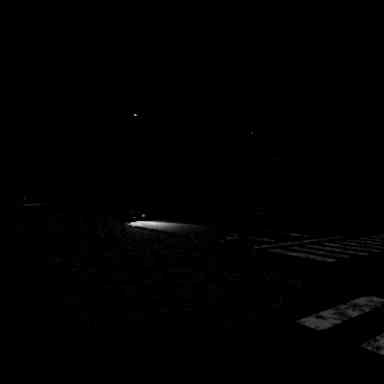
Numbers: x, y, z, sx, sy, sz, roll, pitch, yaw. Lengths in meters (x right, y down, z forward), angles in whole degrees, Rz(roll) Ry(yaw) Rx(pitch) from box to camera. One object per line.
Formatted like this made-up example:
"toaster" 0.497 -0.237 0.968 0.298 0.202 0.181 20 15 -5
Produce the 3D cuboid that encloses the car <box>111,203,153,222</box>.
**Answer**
"car" -4.701 1.521 25.880 1.994 1.385 4.181 1 0 -36

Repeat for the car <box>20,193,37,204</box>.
"car" -30.553 1.208 61.961 2.150 2.045 5.566 1 0 -36
